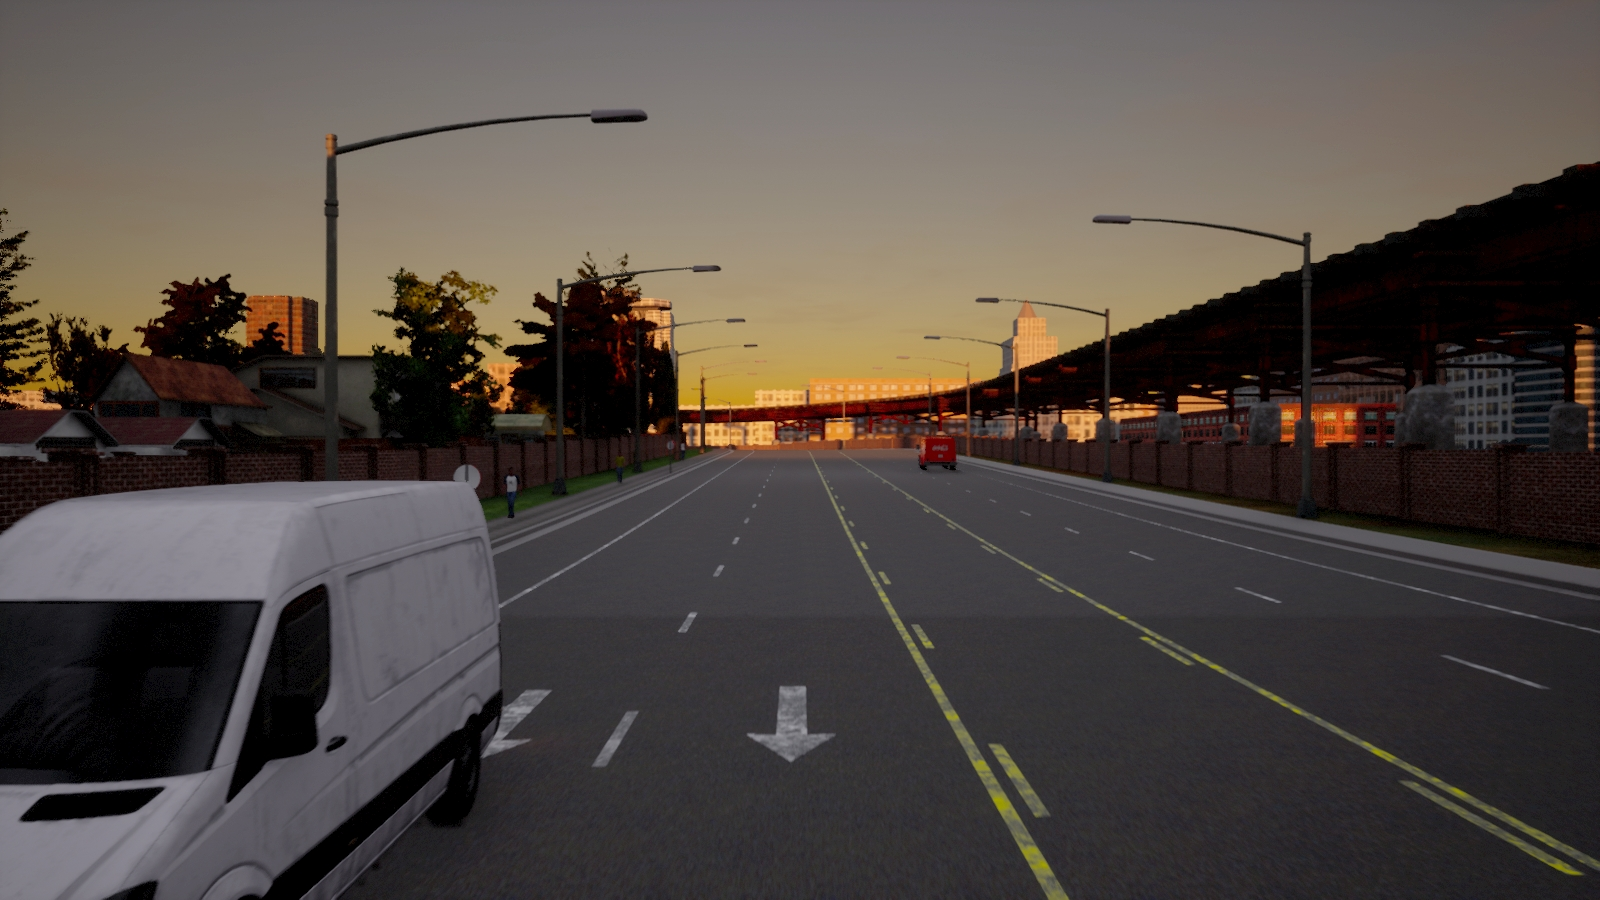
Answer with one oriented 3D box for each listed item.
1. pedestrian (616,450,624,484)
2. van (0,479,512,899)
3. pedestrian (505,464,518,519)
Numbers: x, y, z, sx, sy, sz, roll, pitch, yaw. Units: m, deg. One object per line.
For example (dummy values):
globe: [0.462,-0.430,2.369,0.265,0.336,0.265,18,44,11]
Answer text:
pedestrian: [-9.809,0.906,62.245,0.375,1.860,0.375,0,0,-1]
van: [-3.511,1.534,7.045,1.988,2.561,5.915,0,0,0]
pedestrian: [-9.892,1.416,39.201,0.375,1.860,0.375,0,0,-3]
